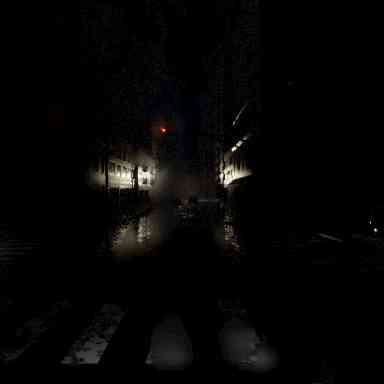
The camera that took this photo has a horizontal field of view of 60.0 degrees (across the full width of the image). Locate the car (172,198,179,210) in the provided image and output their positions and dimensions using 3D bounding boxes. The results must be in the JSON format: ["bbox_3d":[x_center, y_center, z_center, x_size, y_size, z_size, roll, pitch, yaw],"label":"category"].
[{"bbox_3d":[-3.010,1.562,39.751,2.033,1.411,5.357,0,0,1],"label":"car"}]

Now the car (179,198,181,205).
[{"bbox_3d":[-2.956,1.592,49.705,1.994,1.385,4.181,0,0,0],"label":"car"}]

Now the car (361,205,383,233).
[{"bbox_3d":[11.351,1.383,15.760,5.357,1.411,2.033,-1,0,0],"label":"car"}]

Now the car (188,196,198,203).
[{"bbox_3d":[0.215,1.546,71.124,1.882,1.535,5.008,0,0,0],"label":"car"}]

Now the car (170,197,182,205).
[{"bbox_3d":[-2.883,1.646,59.667,1.895,1.301,4.718,0,0,0],"label":"car"}]

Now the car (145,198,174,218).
[{"bbox_3d":[-3.034,1.570,30.424,1.994,1.385,4.181,0,0,0],"label":"car"}]
